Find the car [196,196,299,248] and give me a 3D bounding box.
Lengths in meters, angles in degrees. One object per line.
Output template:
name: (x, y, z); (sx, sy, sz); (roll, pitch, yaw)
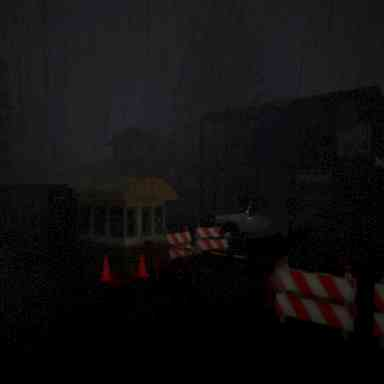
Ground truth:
car: (2.244, 1.074, 13.083); (3.866, 1.878, 1.905); (1, 0, -17)
